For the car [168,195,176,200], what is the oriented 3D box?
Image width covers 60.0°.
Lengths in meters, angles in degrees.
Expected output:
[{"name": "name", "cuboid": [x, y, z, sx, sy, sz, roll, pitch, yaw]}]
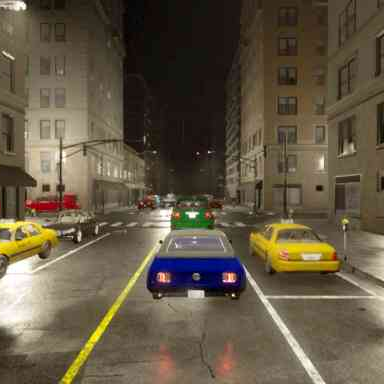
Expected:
[{"name": "car", "cuboid": [-5.577, 1.587, 91.947, 2.008, 1.369, 4.403, 0, 0, 0]}]

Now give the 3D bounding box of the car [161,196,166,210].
[{"name": "car", "cuboid": [-3.056, 1.503, 43.583, 2.128, 1.511, 4.902, 0, 0, 0]}]

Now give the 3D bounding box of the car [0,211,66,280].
[{"name": "car", "cuboid": [-5.659, 1.525, 9.966, 1.752, 1.417, 4.829, 0, 0, 0]}]

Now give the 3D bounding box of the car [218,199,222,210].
[{"name": "car", "cuboid": [2.899, 1.556, 42.426, 1.887, 1.381, 4.507, 0, 0, 0]}]

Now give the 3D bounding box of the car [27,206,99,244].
[{"name": "car", "cuboid": [-5.653, 1.552, 15.661, 2.008, 1.369, 4.403, 0, 0, 0]}]

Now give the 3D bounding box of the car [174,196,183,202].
[{"name": "car", "cuboid": [-2.927, 1.574, 74.096, 1.895, 1.301, 4.718, 0, 0, 0]}]

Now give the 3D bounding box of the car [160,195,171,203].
[{"name": "car", "cuboid": [-5.599, 1.465, 69.942, 1.967, 1.590, 4.097, 0, 0, 0]}]

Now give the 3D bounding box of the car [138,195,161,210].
[{"name": "car", "cuboid": [-5.627, 1.326, 42.436, 2.192, 1.841, 5.009, 0, 0, 0]}]

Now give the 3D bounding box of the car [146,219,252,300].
[{"name": "car", "cuboid": [0.091, 1.601, 8.359, 1.895, 1.301, 4.718, 0, 0, 0]}]

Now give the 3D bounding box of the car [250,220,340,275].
[{"name": "car", "cuboid": [2.866, 1.525, 10.297, 1.752, 1.417, 4.829, 0, 0, 0]}]

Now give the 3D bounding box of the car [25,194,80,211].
[{"name": "car", "cuboid": [-13.196, 1.239, 30.781, 5.566, 2.045, 2.150, 0, 0, 0]}]

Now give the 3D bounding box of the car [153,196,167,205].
[{"name": "car", "cuboid": [-5.611, 1.459, 58.939, 1.967, 1.590, 4.097, 0, 0, 0]}]

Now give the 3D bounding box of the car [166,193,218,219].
[{"name": "car", "cuboid": [0.018, 1.223, 18.125, 2.150, 2.045, 5.566, 0, 0, 0]}]

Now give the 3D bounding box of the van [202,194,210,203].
[{"name": "van", "cuboid": [2.926, 1.366, 69.933, 1.690, 1.788, 3.998, 0, 0, 0]}]

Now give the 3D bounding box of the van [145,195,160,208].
[{"name": "van", "cuboid": [-5.622, 1.355, 47.937, 1.690, 1.788, 3.998, 0, 0, 0]}]

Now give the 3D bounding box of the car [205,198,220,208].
[{"name": "car", "cuboid": [2.904, 1.580, 47.928, 1.947, 1.339, 4.313, 0, 0, 0]}]

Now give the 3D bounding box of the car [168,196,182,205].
[{"name": "car", "cuboid": [-3.013, 1.513, 59.941, 2.128, 1.511, 4.902, 0, 0, 0]}]

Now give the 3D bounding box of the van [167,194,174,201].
[{"name": "van", "cuboid": [-5.583, 1.374, 86.447, 1.690, 1.788, 3.998, 0, 0, 0]}]

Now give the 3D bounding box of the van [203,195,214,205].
[{"name": "van", "cuboid": [2.915, 1.360, 58.931, 1.690, 1.788, 3.998, 0, 0, 0]}]
